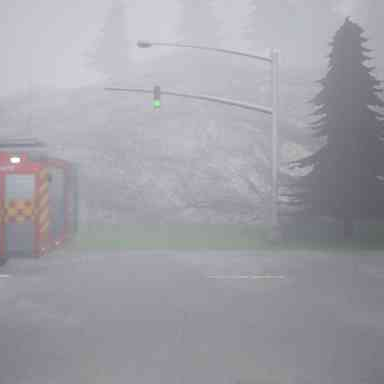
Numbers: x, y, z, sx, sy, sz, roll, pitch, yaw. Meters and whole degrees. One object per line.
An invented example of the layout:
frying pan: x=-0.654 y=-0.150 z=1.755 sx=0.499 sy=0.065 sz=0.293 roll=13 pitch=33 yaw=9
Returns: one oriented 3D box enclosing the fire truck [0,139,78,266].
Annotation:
fire truck: x=-8.343 y=0.344 z=10.720 sx=8.468 sy=3.827 sz=2.891 roll=0 pitch=0 yaw=1
